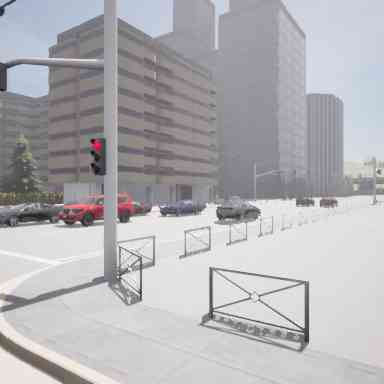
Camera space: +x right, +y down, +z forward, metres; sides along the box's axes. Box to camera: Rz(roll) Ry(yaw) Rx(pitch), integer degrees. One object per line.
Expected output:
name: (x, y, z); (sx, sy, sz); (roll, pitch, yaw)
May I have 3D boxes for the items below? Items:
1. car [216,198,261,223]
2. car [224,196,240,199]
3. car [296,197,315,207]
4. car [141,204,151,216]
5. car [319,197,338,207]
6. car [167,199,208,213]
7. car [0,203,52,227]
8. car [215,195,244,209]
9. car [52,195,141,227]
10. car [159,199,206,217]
car: (3.671, 1.491, 25.658); (2.128, 1.511, 4.902); (0, 0, 35)
car: (4.678, 1.526, 39.785); (1.812, 1.442, 4.674); (0, 0, 35)
car: (17.946, 1.478, 52.544); (1.882, 1.535, 5.008); (0, 0, 35)
car: (-5.952, 1.601, 30.549); (1.895, 1.301, 4.718); (0, 0, 35)
car: (20.870, 1.478, 50.651); (1.882, 1.535, 5.008); (0, 0, 35)
car: (-0.408, 1.547, 38.594); (2.033, 1.411, 5.357); (0, 0, 35)
car: (-11.209, 1.492, 22.916); (2.128, 1.511, 4.902); (0, 0, 35)
car: (5.382, 1.352, 46.932); (2.097, 1.767, 4.553); (0, 0, 35)
car: (-6.547, 1.221, 23.516); (2.150, 2.045, 5.566); (0, 0, 35)
car: (-1.005, 1.601, 31.562); (1.895, 1.301, 4.718); (0, 0, 35)
